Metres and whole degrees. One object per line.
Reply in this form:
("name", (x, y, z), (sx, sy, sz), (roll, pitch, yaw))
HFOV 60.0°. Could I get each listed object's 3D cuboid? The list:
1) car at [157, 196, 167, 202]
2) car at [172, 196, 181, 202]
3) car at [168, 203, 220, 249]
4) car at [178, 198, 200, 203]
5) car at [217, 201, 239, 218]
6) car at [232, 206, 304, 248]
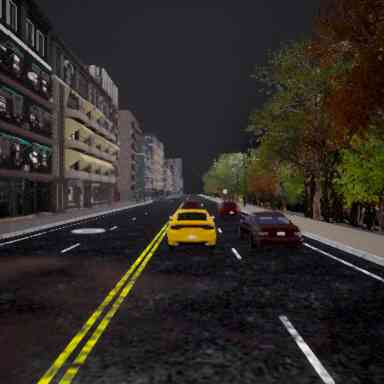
("car", (-6.501, 1.469, 72.268), (2.033, 1.411, 5.357), (0, 0, 0))
("car", (-3.251, 1.524, 72.237), (1.895, 1.301, 4.718), (0, 0, 0))
("car", (0.000, 1.487, 14.650), (1.882, 1.535, 5.008), (0, 0, 0))
("car", (0.000, 1.493, 29.650), (1.882, 1.535, 5.008), (0, 0, 0))
("car", (3.250, 1.541, 29.650), (1.812, 1.442, 4.674), (0, 0, 0))
("car", (3.250, 1.566, 14.650), (2.033, 1.411, 5.357), (0, 0, 0))
